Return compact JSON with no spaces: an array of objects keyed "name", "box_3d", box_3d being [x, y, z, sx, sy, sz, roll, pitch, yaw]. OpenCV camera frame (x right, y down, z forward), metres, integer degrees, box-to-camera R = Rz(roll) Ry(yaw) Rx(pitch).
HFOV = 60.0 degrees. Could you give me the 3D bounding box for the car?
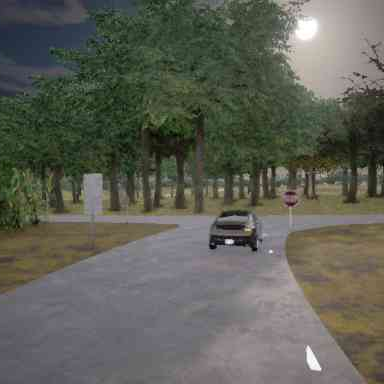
[{"name":"car","box_3d":[1.968,1.508,14.075,1.837,1.490,4.892,0,0,16]}]
